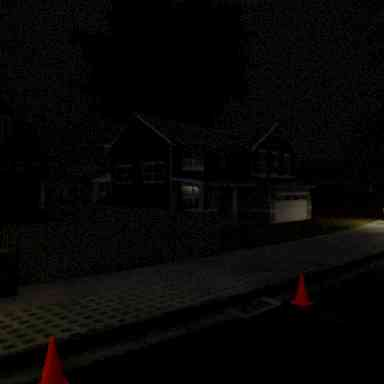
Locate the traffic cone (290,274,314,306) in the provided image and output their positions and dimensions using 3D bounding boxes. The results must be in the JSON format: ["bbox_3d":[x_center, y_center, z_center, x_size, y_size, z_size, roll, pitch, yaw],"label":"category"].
[{"bbox_3d":[2.258,1.981,6.827,0.340,0.580,0.340,0,0,-39],"label":"traffic cone"}]

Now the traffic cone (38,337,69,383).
[{"bbox_3d":[-1.605,1.971,3.839,0.340,0.580,0.340,0,0,-36],"label":"traffic cone"}]
